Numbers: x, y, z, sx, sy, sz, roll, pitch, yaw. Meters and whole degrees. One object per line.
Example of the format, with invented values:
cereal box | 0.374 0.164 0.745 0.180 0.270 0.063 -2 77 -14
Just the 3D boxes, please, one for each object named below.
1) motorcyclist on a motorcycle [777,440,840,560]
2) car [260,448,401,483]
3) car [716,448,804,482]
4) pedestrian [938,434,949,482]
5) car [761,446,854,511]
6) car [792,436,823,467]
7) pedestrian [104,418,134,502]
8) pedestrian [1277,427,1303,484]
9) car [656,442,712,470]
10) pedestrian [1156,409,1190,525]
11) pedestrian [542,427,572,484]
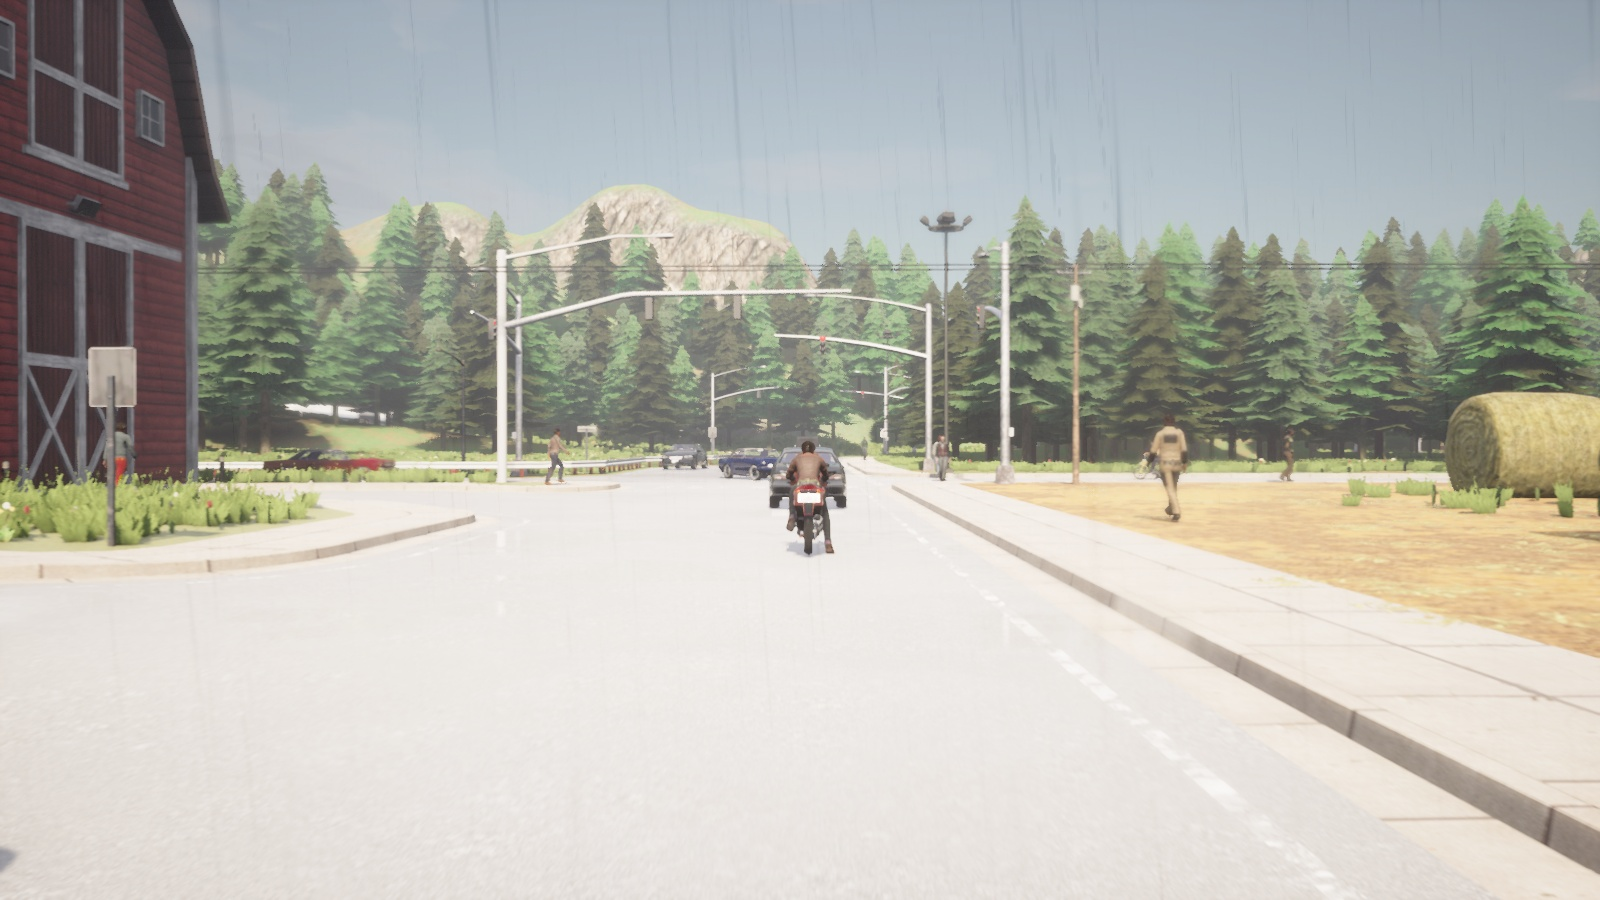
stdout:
motorcyclist on a motorcycle | 0.112 0.634 17.011 0.797 1.523 2.044 0 0 0
car | -18.059 0.591 48.397 4.718 1.301 1.895 0 0 1
car | -1.702 0.571 51.715 1.895 1.301 4.718 0 0 -25
pedestrian | 5.475 0.300 47.955 0.376 1.854 0.720 0 0 5
car | 0.190 0.622 30.304 2.033 1.411 5.357 0 0 0
car | 0.467 0.104 78.619 1.905 1.878 3.866 0 0 0
pedestrian | -15.150 0.212 27.936 0.353 1.847 0.614 0 0 -1
pedestrian | 16.478 0.183 42.230 0.692 1.930 0.395 0 0 1
car | -6.470 0.305 70.427 2.128 1.511 4.902 0 0 7
pedestrian | 6.286 0.277 21.201 0.396 1.930 0.692 0 0 3
pedestrian | -7.672 0.173 39.626 0.869 1.805 0.328 0 0 -33
